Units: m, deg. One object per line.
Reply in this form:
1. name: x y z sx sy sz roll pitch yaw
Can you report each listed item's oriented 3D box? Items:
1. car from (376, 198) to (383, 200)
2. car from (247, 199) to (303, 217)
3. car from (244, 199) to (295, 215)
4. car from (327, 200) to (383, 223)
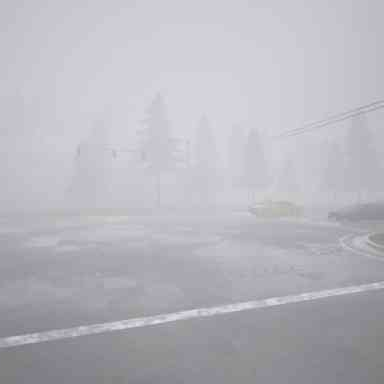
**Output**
1. car: 22.441 1.477 39.073 5.008 1.535 1.882 0 0 -16
2. car: 7.825 1.477 30.872 5.008 1.535 1.882 0 0 -19
3. car: 8.050 1.506 34.642 4.892 1.490 1.837 0 0 -19
4. car: 13.003 1.547 25.250 5.357 1.411 2.033 0 0 -18
